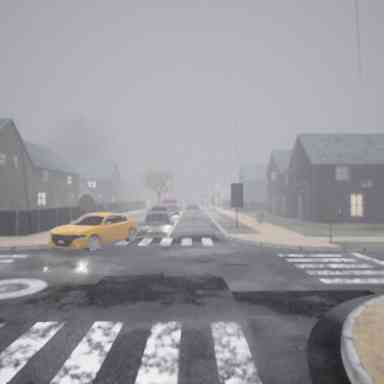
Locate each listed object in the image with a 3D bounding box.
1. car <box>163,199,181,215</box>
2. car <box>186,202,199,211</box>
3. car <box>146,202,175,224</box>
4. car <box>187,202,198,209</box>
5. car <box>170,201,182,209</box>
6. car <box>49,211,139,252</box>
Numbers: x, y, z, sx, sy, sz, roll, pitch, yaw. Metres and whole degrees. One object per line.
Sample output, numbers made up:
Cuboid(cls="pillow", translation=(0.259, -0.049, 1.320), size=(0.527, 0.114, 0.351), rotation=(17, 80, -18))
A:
Cuboid(cls="car", translation=(-2.821, 1.868, 43.206), size=(2.150, 2.045, 5.566), rotation=(0, -1, 0))
Cuboid(cls="car", translation=(0.081, 2.416, 54.732), size=(1.994, 1.385, 4.181), rotation=(0, -1, 1))
Cuboid(cls="car", translation=(-2.834, 1.894, 29.203), size=(1.882, 1.535, 5.008), rotation=(0, -1, 0))
Cuboid(cls="car", translation=(0.030, 2.591, 64.709), size=(2.033, 1.411, 5.357), rotation=(0, -1, 0))
Cuboid(cls="car", translation=(-2.722, 2.242, 58.854), size=(1.895, 1.301, 4.718), rotation=(0, -1, 0))
Cuboid(cls="car", translation=(-4.274, 1.693, 15.319), size=(1.882, 1.535, 5.008), rotation=(0, -1, 19))
